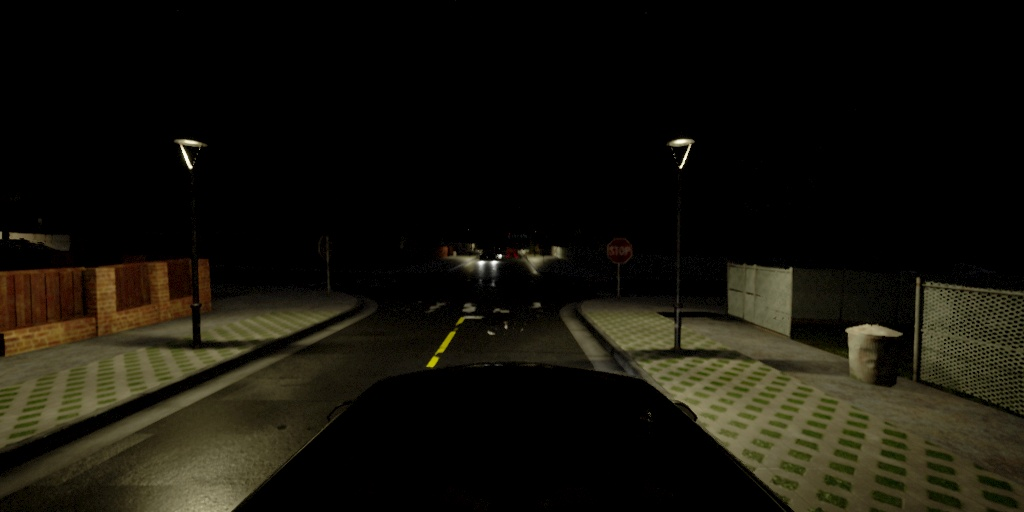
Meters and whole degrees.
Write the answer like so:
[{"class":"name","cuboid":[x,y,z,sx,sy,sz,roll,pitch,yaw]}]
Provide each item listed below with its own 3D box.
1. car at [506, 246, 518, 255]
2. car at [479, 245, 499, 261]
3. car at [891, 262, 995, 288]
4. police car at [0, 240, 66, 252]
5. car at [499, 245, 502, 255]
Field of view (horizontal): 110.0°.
[{"class":"car","cuboid":[0.000,-1.021,60.819,1.882,1.535,5.008,0,2,0]},{"class":"car","cuboid":[-2.832,-0.245,43.048,1.837,1.490,4.892,0,3,0]},{"class":"car","cuboid":[22.995,1.053,19.215,4.674,1.442,1.812,1,2,0]},{"class":"police car","cuboid":[-22.707,0.059,16.588,4.974,1.542,2.038,3,2,0]},{"class":"car","cuboid":[-2.776,-1.164,61.201,2.097,1.767,4.553,0,3,1]}]
